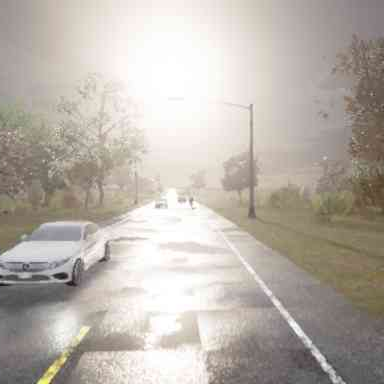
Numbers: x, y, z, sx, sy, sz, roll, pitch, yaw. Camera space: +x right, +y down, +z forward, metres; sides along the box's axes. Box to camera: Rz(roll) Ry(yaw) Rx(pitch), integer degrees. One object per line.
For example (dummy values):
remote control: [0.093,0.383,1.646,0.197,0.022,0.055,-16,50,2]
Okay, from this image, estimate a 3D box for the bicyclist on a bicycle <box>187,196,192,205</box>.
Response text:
bicyclist on a bicycle: [-0.427,1.594,61.077,0.866,1.612,1.509,0,0,-3]

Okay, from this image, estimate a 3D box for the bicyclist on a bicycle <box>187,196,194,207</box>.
bicyclist on a bicycle: [-0.023,1.503,51.074,0.659,1.776,1.843,0,0,-2]

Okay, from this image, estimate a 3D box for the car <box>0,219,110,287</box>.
car: [-3.638,1.552,9.518,1.812,1.442,4.674,0,0,-1]

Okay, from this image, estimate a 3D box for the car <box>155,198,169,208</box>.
car: [-4.524,1.658,49.936,1.812,1.442,4.674,0,0,-2]

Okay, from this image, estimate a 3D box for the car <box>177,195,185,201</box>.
car: [-3.119,1.650,92.383,2.033,1.411,5.357,0,0,-4]

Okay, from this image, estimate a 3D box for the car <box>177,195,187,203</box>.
car: [-2.283,1.752,78.416,1.994,1.385,4.181,0,0,-3]
